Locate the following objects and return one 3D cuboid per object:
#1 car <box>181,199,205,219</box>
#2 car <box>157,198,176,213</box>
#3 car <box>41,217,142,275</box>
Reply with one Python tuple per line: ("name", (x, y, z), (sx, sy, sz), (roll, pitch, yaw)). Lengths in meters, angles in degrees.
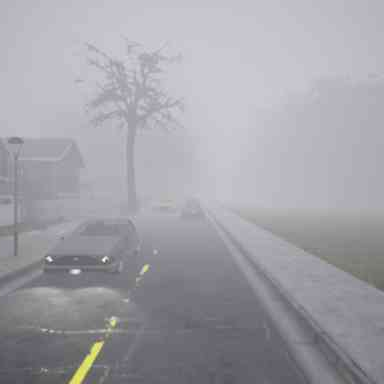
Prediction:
("car", (0.102, 1.577, 29.100), (1.994, 1.385, 4.181), (0, 0, 0))
("car", (-2.841, 1.489, 38.026), (1.882, 1.535, 5.008), (0, 0, 0))
("car", (-2.836, 1.553, 10.767), (2.033, 1.411, 5.357), (0, 0, 0))
